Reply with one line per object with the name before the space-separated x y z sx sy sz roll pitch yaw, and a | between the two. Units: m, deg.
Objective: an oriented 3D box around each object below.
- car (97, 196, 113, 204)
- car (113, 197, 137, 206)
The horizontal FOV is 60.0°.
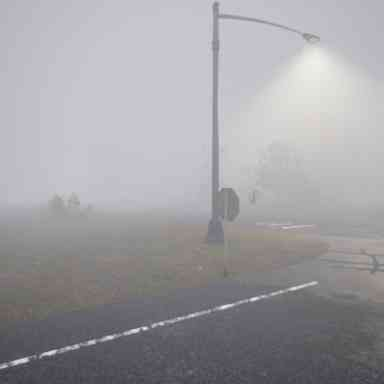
car | -15.945 1.449 61.179 1.895 1.301 4.718 0 0 -34
car | -10.376 1.430 52.866 1.994 1.385 4.181 0 0 -33
